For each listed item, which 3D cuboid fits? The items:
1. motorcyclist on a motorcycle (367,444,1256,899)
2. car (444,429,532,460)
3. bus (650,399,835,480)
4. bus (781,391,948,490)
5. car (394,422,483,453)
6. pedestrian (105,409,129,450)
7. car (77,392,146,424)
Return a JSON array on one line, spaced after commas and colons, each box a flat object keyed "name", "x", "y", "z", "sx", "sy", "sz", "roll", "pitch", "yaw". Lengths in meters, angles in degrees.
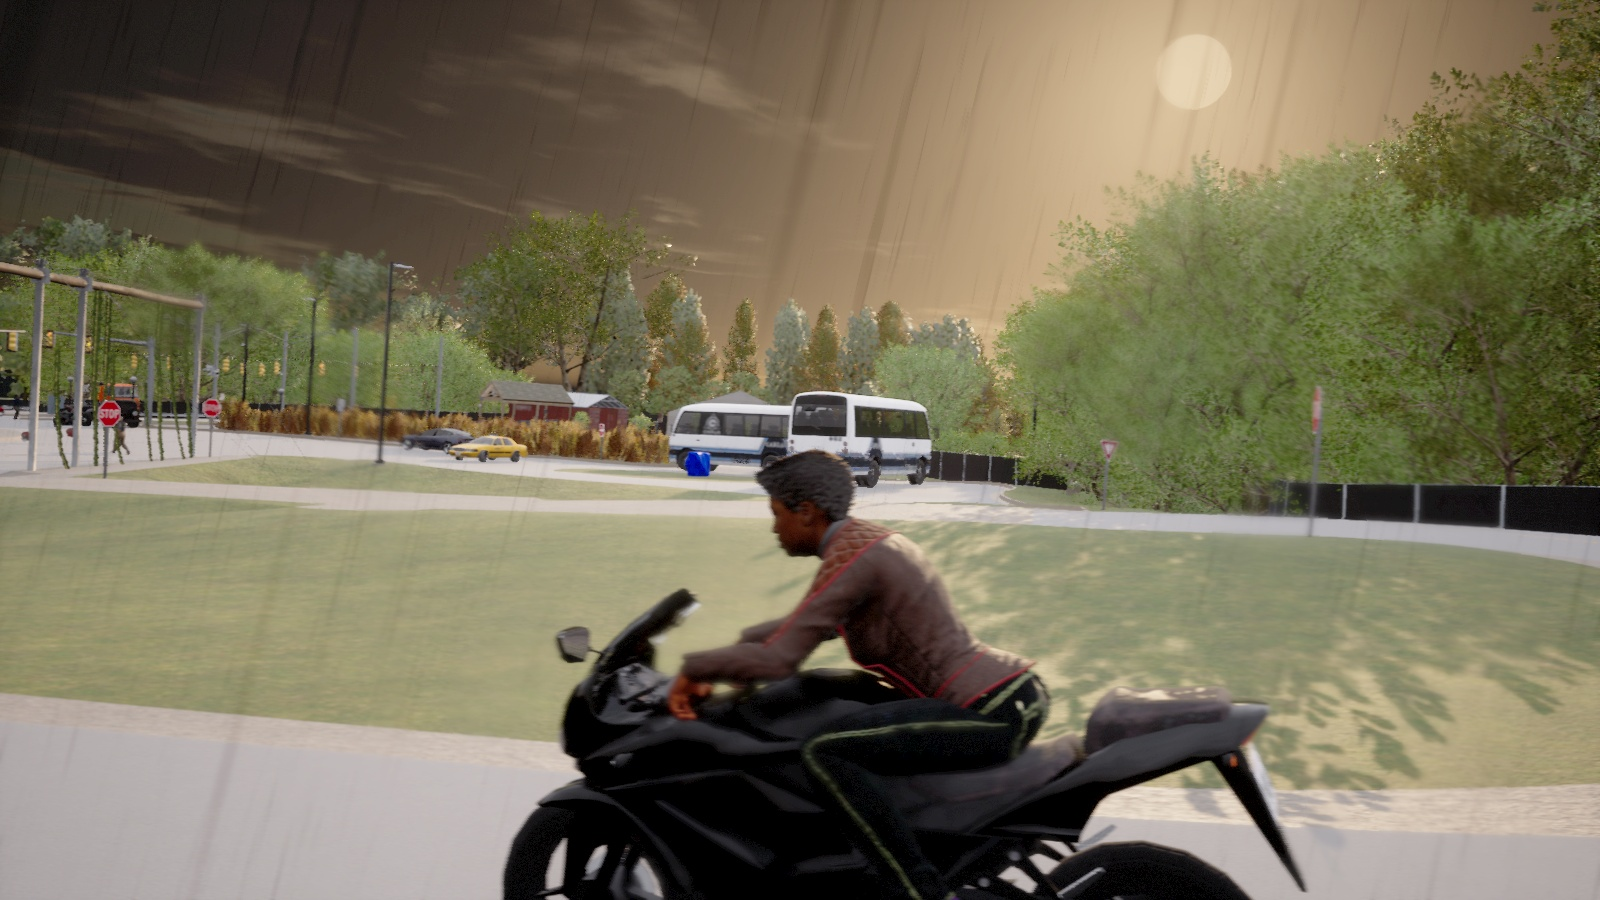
[{"name": "motorcyclist on a motorcycle", "x": 0.033, "y": 0.759, "z": 3.134, "sx": 2.044, "sy": 1.523, "sz": 0.797, "roll": 1, "pitch": 1, "yaw": 19}, {"name": "car", "x": -17.257, "y": -0.280, "z": 69.722, "sx": 1.801, "sy": 1.575, "sz": 5.366, "roll": 4, "pitch": 1, "yaw": 22}, {"name": "bus", "x": -3.513, "y": -0.664, "z": 75.950, "sx": 10.273, "sy": 4.253, "sz": 3.944, "roll": 4, "pitch": 0, "yaw": 24}, {"name": "bus", "x": 3.358, "y": -0.421, "z": 60.798, "sx": 3.944, "sy": 4.253, "sz": 10.273, "roll": 3, "pitch": 1, "yaw": 28}, {"name": "car", "x": -21.703, "y": -0.753, "z": 75.438, "sx": 4.792, "sy": 1.488, "sz": 2.163, "roll": 5, "pitch": 2, "yaw": 22}, {"name": "pedestrian", "x": -31.538, "y": -0.964, "z": 58.008, "sx": 0.694, "sy": 1.848, "sz": 0.540, "roll": 5, "pitch": 2, "yaw": 4}, {"name": "car", "x": -45.565, "y": -2.786, "z": 83.112, "sx": 3.866, "sy": 1.878, "sz": 1.905, "roll": 3, "pitch": 2, "yaw": 19}]
